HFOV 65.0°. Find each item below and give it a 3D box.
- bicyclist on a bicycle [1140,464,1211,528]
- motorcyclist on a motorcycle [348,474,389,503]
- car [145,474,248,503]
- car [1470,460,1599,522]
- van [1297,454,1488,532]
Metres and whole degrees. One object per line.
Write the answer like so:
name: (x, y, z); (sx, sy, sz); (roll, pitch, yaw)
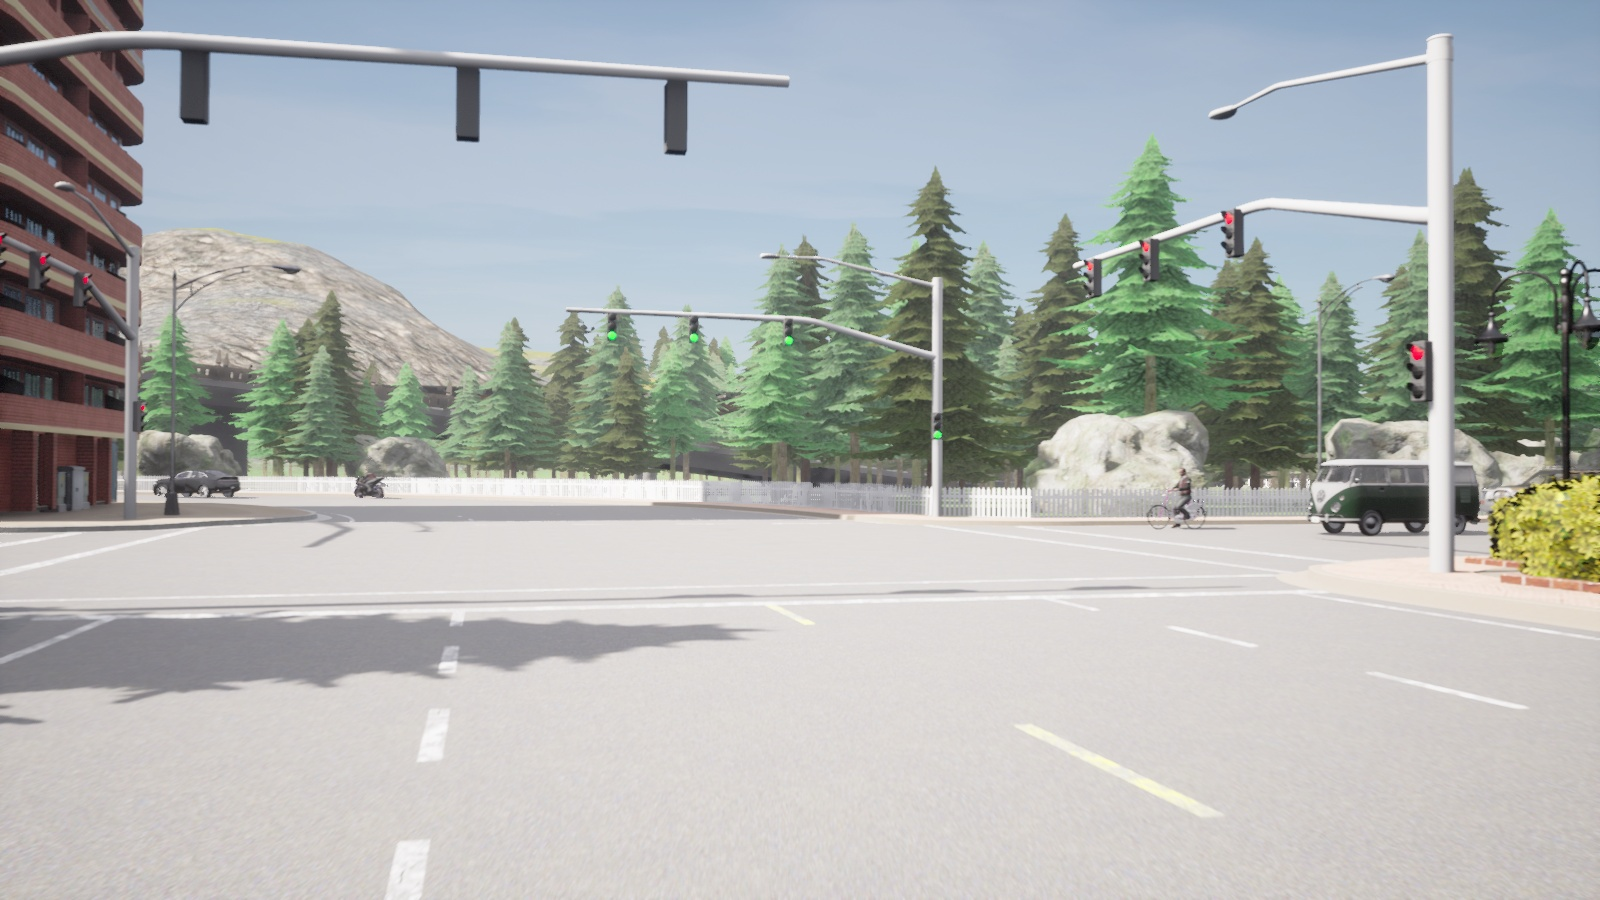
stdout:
bicyclist on a bicycle: (10.698, 1.297, 35.765); (1.843, 1.776, 0.659); (0, -1, -14)
motorcyclist on a motorcycle: (-23.054, 2.066, 67.104); (2.191, 1.530, 0.866); (-1, -1, 30)
car: (-32.353, 2.028, 67.296); (4.902, 1.511, 2.128); (-1, -1, 19)
car: (23.401, 1.244, 38.840); (4.605, 1.855, 1.932); (0, -1, -14)
van: (15.721, 1.119, 33.382); (4.442, 1.987, 1.775); (0, -1, -14)
